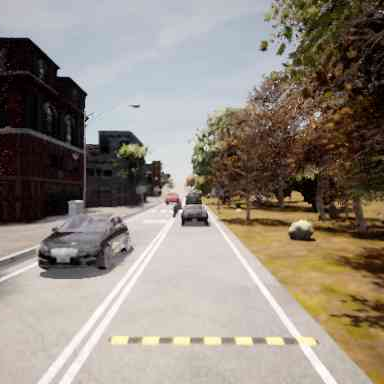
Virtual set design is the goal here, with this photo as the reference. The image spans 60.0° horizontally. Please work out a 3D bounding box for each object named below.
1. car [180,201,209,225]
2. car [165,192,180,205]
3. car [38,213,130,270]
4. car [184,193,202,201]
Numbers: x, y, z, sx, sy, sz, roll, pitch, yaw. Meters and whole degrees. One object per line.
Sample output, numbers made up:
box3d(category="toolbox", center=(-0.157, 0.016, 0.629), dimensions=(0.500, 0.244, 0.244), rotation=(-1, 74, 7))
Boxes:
box3d(category="car", center=(0.173, 1.564, 24.004), dimensions=(1.895, 1.301, 4.718), rotation=(0, 0, 0))
box3d(category="car", center=(-3.229, 1.048, 54.866), dimensions=(2.150, 2.045, 5.566), rotation=(0, 0, 0))
box3d(category="car", center=(-3.311, 1.478, 11.039), dimensions=(2.128, 1.511, 4.902), rotation=(0, 0, 0))
box3d(category="car", center=(0.191, 1.105, 44.465), dimensions=(2.150, 2.045, 5.566), rotation=(0, 0, 0))
